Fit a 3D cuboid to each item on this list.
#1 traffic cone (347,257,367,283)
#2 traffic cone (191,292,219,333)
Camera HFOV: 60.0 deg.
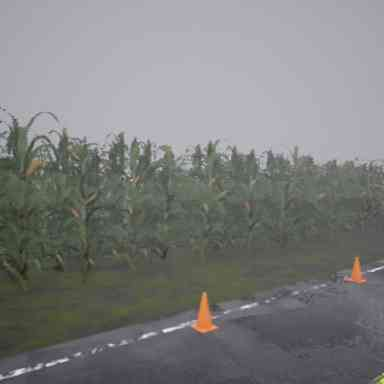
[{"bbox_3d":[4.214,1.966,8.496,0.340,0.580,0.340,0,0,-37],"label":"traffic cone"},{"bbox_3d":[0.213,1.963,5.544,0.340,0.580,0.340,0,0,-36],"label":"traffic cone"}]
